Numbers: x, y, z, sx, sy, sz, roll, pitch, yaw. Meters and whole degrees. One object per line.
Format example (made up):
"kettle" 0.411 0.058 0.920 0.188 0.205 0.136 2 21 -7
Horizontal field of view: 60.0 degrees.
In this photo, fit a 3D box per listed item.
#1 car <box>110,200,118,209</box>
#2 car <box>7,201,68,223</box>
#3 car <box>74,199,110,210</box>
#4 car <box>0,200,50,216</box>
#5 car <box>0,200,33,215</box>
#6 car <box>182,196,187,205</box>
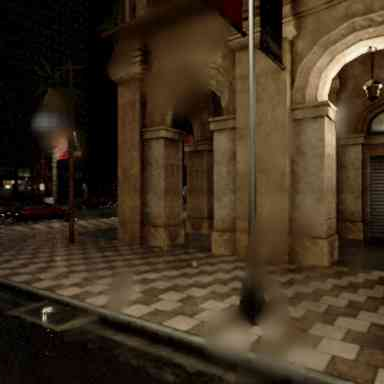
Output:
"car" -9.997 1.542 48.743 2.097 1.767 4.553 0 0 36
"car" -12.325 1.703 27.340 1.994 1.385 4.181 0 0 36
"car" -14.722 1.719 47.470 2.161 1.482 4.786 0 0 35
"car" -18.596 1.682 36.792 2.128 1.511 4.902 0 0 35
"car" -16.520 1.674 33.668 1.837 1.490 4.892 0 1 36
"car" -1.871 1.560 65.242 2.185 1.767 4.553 0 0 35
